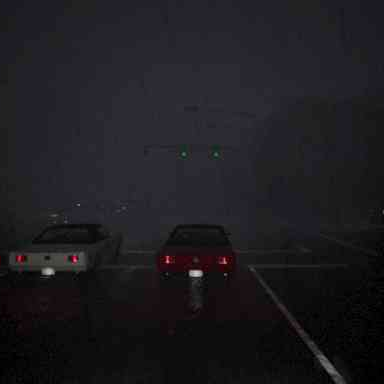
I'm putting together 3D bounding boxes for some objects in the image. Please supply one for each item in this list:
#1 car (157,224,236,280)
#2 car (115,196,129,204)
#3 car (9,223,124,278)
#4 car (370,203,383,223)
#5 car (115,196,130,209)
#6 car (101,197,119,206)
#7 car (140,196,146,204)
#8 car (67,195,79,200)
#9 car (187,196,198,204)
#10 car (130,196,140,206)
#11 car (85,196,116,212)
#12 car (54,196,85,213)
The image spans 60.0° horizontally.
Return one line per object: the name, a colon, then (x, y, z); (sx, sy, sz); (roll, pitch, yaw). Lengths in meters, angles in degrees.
car: (0.240, 1.606, 9.952); (1.895, 1.301, 4.718); (0, 0, 4)
car: (-14.009, 1.557, 67.004); (1.812, 1.442, 4.674); (0, 0, 0)
car: (-3.407, 1.606, 10.137); (1.895, 1.301, 4.718); (0, 0, 0)
car: (14.382, 0.782, 22.448); (4.553, 1.767, 2.097); (-15, 0, -1)
car: (-10.597, 1.375, 46.649); (2.097, 1.767, 4.553); (0, 0, 0)
car: (-14.058, 1.592, 57.082); (1.994, 1.385, 4.181); (0, 0, 0)
car: (-10.509, 1.581, 66.972); (2.033, 1.411, 5.357); (0, 0, 0)
car: (-31.723, 1.339, 88.627); (1.853, 1.218, 4.536); (0, 0, -36)
car: (0.090, 1.510, 63.705); (1.882, 1.535, 5.008); (0, 0, 0)
car: (-10.555, 1.592, 56.579); (1.994, 1.385, 4.181); (0, 0, 1)
car: (-10.600, 1.545, 38.925); (1.812, 1.442, 4.674); (0, 0, 0)
car: (-14.103, 1.510, 38.147); (2.128, 1.511, 4.902); (0, 0, 0)
